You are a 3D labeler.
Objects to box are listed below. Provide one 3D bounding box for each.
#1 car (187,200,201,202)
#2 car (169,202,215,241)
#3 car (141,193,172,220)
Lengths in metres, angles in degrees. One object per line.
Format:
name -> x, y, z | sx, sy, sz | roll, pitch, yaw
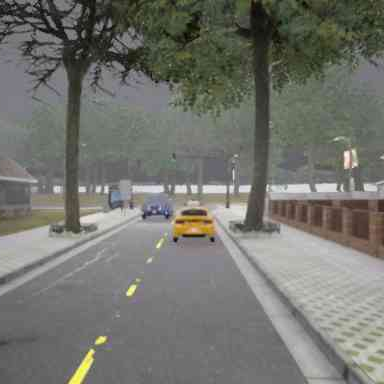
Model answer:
car -> 0.182, 1.428, 31.070 | 1.812, 1.442, 4.674 | 0, 0, 3
car -> 0.091, 1.446, 16.410 | 1.882, 1.535, 5.008 | 0, 0, 0
car -> -2.808, 1.144, 27.761 | 2.150, 2.045, 5.566 | 0, 0, 1
